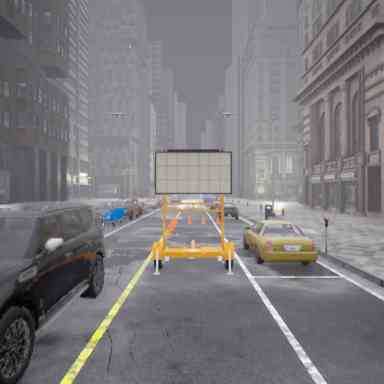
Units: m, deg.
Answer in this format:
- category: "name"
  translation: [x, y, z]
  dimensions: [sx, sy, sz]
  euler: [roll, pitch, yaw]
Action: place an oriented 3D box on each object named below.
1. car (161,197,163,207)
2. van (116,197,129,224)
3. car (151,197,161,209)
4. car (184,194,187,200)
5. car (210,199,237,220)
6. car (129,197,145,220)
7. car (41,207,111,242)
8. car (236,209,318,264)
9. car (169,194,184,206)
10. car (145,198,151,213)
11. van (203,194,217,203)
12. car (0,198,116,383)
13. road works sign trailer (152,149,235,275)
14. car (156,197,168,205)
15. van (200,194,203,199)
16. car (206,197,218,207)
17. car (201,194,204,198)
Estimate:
- category: "car"
  translation: [-5.546, 1.553, 50.155]
  dimensions: [1.887, 1.381, 4.507]
  euler: [0, 0, 0]
- category: "van"
  translation: [-5.665, 1.344, 22.528]
  dimensions: [1.690, 1.788, 3.998]
  euler: [0, 0, 0]
- category: "car"
  translation: [-5.571, 1.533, 44.459]
  dimensions: [1.752, 1.417, 4.829]
  euler: [0, 0, 0]
- category: "car"
  translation: [-2.647, 1.335, 77.489]
  dimensions: [1.837, 1.490, 4.892]
  euler: [0, 0, 0]
- category: "car"
  translation: [2.900, 1.555, 27.999]
  dimensions: [2.008, 1.369, 4.403]
  euler: [0, 0, 0]
- category: "car"
  translation: [-5.641, 1.319, 28.053]
  dimensions: [2.192, 1.841, 5.009]
  euler: [0, 0, 0]
- category: "car"
  translation: [-5.690, 1.553, 17.002]
  dimensions: [2.008, 1.369, 4.403]
  euler: [0, 0, 0]
- category: "car"
  translation: [2.823, 1.527, 11.594]
  dimensions: [1.752, 1.417, 4.829]
  euler: [0, 0, 0]
- category: "car"
  translation: [-2.822, 1.488, 55.949]
  dimensions: [1.882, 1.535, 5.008]
  euler: [0, 0, 1]
- category: "car"
  translation: [-5.618, 1.550, 33.578]
  dimensions: [1.887, 1.381, 4.507]
  euler: [0, 0, 0]
- category: "van"
  translation: [3.006, 1.350, 50.099]
  dimensions: [1.690, 1.788, 3.998]
  euler: [0, 0, 0]
- category: "car"
  translation: [-3.075, 1.222, 5.599]
  dimensions: [2.150, 2.045, 5.566]
  euler: [0, 0, 0]
- category: "road works sign trailer"
  translation: [0.047, 0.466, 10.474]
  dimensions: [2.380, 3.560, 2.880]
  euler: [0, 0, 0]
- category: "car"
  translation: [-5.498, 1.556, 61.205]
  dimensions: [1.887, 1.381, 4.507]
  euler: [0, 0, 0]
- category: "van"
  translation: [3.084, 1.355, 66.673]
  dimensions: [1.690, 1.788, 3.998]
  euler: [0, 0, 0]
- category: "car"
  translation: [2.952, 1.589, 39.048]
  dimensions: [1.802, 1.307, 4.206]
  euler: [0, 0, 0]
- category: "car"
  translation: [3.057, 1.557, 61.148]
  dimensions: [1.887, 1.381, 4.507]
  euler: [0, 0, 0]
